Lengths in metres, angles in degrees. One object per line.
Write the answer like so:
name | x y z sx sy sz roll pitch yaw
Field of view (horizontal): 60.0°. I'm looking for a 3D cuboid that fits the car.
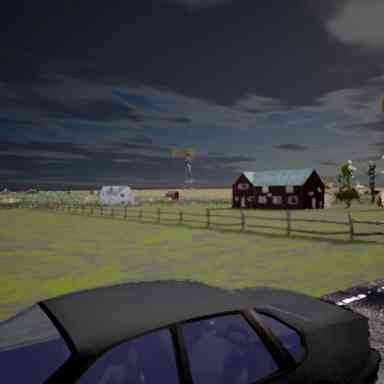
car | -0.573 1.553 2.656 5.357 1.411 2.033 0 0 -35
